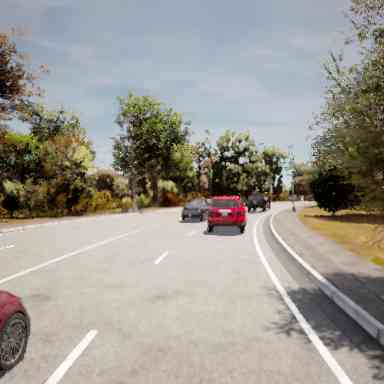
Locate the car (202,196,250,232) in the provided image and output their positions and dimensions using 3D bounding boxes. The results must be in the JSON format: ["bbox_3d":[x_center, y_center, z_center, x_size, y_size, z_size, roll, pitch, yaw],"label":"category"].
[{"bbox_3d":[2.294,1.311,20.803,2.150,2.045,5.566,-1,0,11],"label":"car"}]

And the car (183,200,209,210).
[{"bbox_3d":[0.688,1.956,50.476,2.033,1.411,5.357,-2,-1,25],"label":"car"}]

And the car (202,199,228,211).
[{"bbox_3d":[3.314,1.807,47.659,2.128,1.511,4.902,-2,-1,24],"label":"car"}]

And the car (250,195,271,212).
[{"bbox_3d":[8.348,1.365,41.212,2.150,2.045,5.566,-1,-1,22],"label":"car"}]

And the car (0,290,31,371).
[{"bbox_3d":[-3.227,1.530,2.757,1.812,1.442,4.674,0,0,2],"label":"car"}]

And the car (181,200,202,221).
[{"bbox_3d":[0.475,1.650,28.306,2.128,1.511,4.902,-1,0,14],"label":"car"}]
